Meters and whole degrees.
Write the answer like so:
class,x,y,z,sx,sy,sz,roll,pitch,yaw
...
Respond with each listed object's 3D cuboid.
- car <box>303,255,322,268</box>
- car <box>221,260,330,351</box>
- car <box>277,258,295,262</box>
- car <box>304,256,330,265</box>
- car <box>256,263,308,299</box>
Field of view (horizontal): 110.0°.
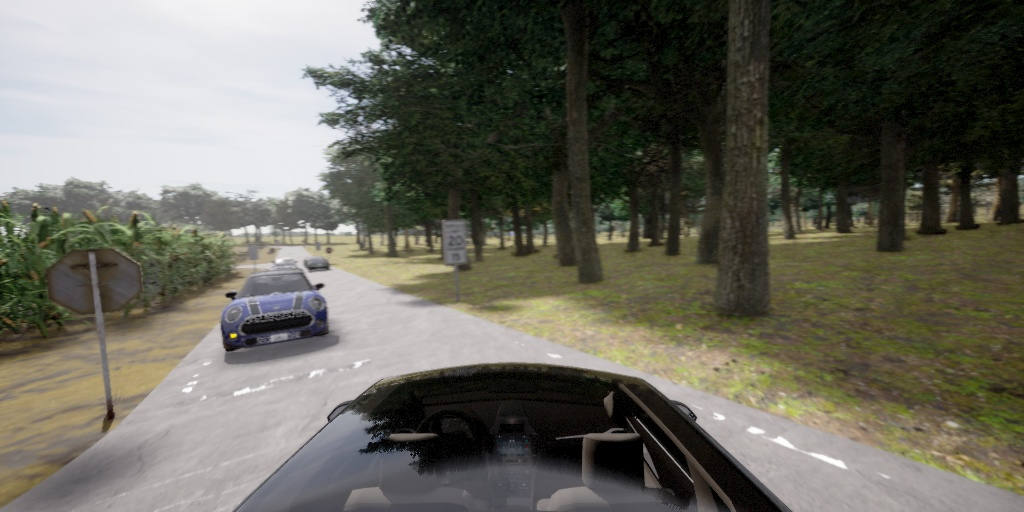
class,x,y,z,sx,sy,sz,roll,pitch,yaw
car,-25.666,0.667,46.041,1.895,1.301,4.718,-5,4,-32
car,-6.341,1.189,9.783,2.097,1.767,4.553,-5,3,-32
car,-22.497,0.935,35.707,2.128,1.511,4.902,-5,3,-31
car,-20.129,0.800,37.277,1.994,1.385,4.181,-5,3,-31
car,-12.673,1.267,19.949,2.033,1.411,5.357,-5,3,-31
